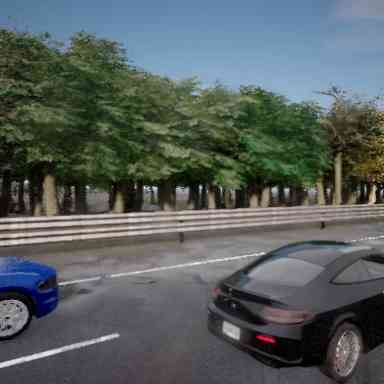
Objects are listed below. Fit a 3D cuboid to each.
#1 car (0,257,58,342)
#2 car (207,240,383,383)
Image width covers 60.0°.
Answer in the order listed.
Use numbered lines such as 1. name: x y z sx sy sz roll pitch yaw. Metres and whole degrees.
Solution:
1. car: -4.589 1.459 4.766 5.008 1.535 1.882 0 0 -36
2. car: 2.369 1.522 5.380 4.674 1.442 1.812 0 0 -35
